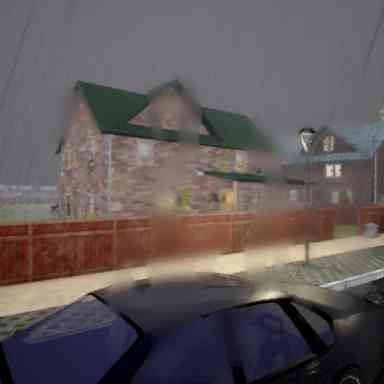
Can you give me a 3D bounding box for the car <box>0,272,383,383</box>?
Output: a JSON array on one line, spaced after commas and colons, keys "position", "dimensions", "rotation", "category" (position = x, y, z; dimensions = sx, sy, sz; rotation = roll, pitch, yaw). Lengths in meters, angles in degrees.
[{"position": [-0.224, 1.550, 2.907], "dimensions": [5.357, 1.411, 2.033], "rotation": [0, 0, -35], "category": "car"}]
